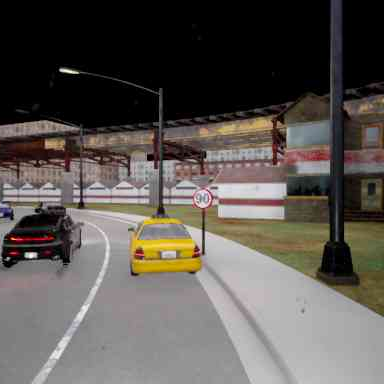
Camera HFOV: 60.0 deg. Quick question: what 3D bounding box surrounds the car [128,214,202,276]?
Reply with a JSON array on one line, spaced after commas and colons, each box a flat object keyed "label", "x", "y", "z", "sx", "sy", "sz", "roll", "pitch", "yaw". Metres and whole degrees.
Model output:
[{"label": "car", "x": -1.018, "y": 1.457, "z": 10.389, "sx": 1.801, "sy": 1.575, "sz": 5.366, "roll": 0, "pitch": 0, "yaw": -11}]

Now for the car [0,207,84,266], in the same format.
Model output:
[{"label": "car", "x": -5.004, "y": 1.505, "z": 11.618, "sx": 1.837, "sy": 1.490, "sz": 4.892, "roll": 0, "pitch": 0, "yaw": -13}]

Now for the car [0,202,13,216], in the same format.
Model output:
[{"label": "car", "x": -15.597, "y": 1.526, "z": 26.723, "sx": 1.812, "sy": 1.442, "sz": 4.674, "roll": 0, "pitch": 0, "yaw": -36}]

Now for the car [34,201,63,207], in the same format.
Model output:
[{"label": "car", "x": -11.588, "y": 1.505, "z": 27.061, "sx": 1.837, "sy": 1.490, "sz": 4.892, "roll": 1, "pitch": 0, "yaw": -33}]
